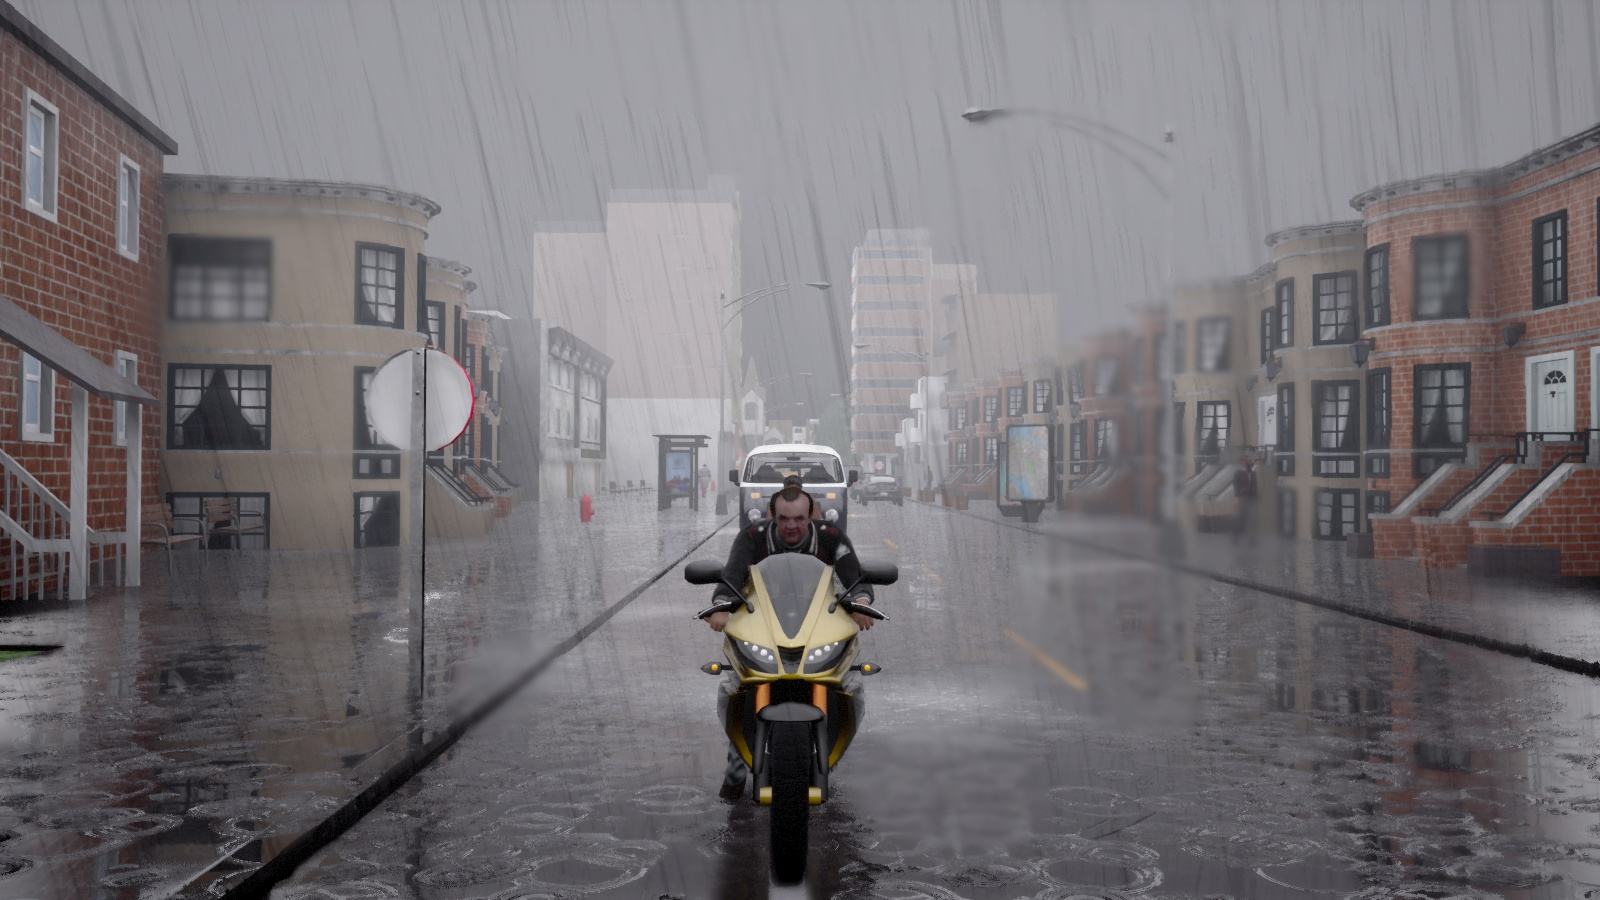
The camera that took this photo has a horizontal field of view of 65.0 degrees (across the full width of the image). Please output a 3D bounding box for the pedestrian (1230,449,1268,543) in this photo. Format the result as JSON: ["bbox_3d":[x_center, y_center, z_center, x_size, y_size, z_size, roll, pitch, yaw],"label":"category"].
[{"bbox_3d":[8.933,0.907,25.003,0.376,1.854,0.720,0,-1,-12],"label":"pedestrian"}]

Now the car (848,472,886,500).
[{"bbox_3d":[3.679,1.977,69.437,1.845,1.501,3.633,0,-1,0],"label":"car"}]

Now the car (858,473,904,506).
[{"bbox_3d":[3.731,1.801,58.244,1.812,1.442,4.674,0,-1,0],"label":"car"}]

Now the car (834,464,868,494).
[{"bbox_3d":[3.559,2.011,89.059,2.150,2.045,5.566,0,-1,0],"label":"car"}]

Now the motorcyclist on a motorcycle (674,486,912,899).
[{"bbox_3d":[-0.032,0.945,5.682,0.866,1.530,2.191,0,-1,0],"label":"motorcyclist on a motorcycle"}]

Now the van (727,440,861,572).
[{"bbox_3d":[-0.106,0.902,21.712,2.069,2.038,4.480,0,-1,0],"label":"van"}]

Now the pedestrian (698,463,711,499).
[{"bbox_3d":[-5.225,1.695,68.665,0.659,1.952,0.873,0,-1,-1],"label":"pedestrian"}]
